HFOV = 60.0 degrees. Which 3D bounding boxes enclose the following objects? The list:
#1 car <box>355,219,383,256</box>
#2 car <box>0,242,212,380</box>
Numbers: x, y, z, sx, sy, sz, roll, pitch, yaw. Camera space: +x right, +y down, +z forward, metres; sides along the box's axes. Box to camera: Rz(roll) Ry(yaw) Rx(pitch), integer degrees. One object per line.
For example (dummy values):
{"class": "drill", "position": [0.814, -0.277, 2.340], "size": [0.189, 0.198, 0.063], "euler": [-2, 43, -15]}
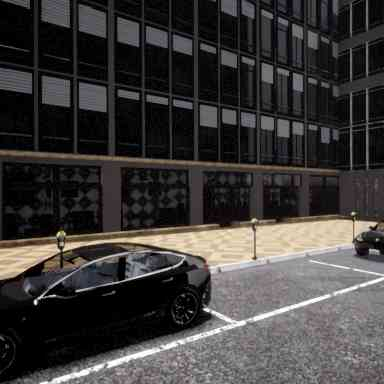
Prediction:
{"class": "car", "position": [7.657, 1.564, 11.993], "size": [4.313, 1.339, 1.947], "euler": [0, 0, -35]}
{"class": "car", "position": [-1.632, 1.566, 5.395], "size": [4.313, 1.339, 1.947], "euler": [0, 0, -35]}
